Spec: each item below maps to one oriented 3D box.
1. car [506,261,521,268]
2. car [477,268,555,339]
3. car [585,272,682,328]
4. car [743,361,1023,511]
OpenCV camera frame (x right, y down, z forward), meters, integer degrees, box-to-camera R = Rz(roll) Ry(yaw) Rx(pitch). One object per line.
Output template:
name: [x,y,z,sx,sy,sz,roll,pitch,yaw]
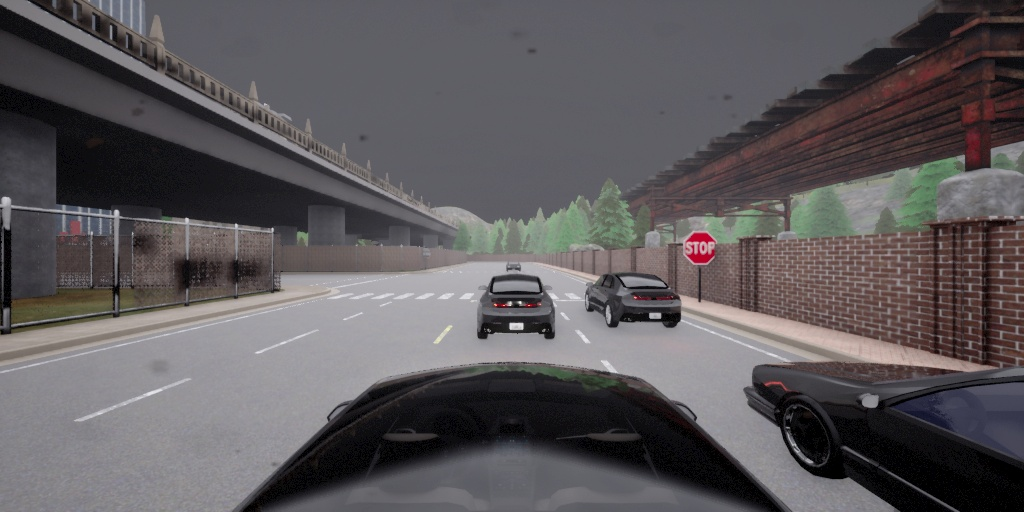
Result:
car: [0.182,1.351,46.334,1.895,1.301,4.718,0,0,-1]
car: [0.098,1.255,10.055,1.837,1.490,4.892,0,0,0]
car: [3.600,1.255,11.414,1.837,1.490,4.892,0,0,0]
car: [3.600,1.297,1.668,2.033,1.411,5.357,0,0,0]
